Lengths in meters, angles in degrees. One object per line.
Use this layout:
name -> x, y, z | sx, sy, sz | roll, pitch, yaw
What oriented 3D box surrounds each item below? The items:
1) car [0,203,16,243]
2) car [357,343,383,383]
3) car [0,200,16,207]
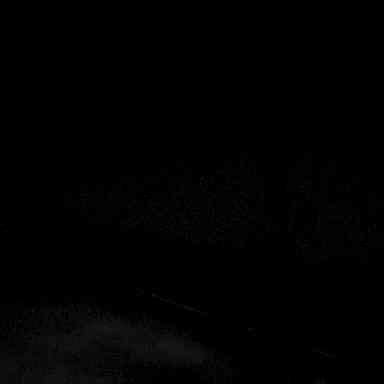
car -> -9.705, 1.451, 15.286 | 1.882, 1.535, 5.008 | 0, 0, -37
car -> 3.346, 1.636, 1.536 | 4.718, 1.301, 1.895 | 0, 0, 33
car -> -21.093, 1.552, 37.250 | 1.895, 1.301, 4.718 | 1, 0, -19
